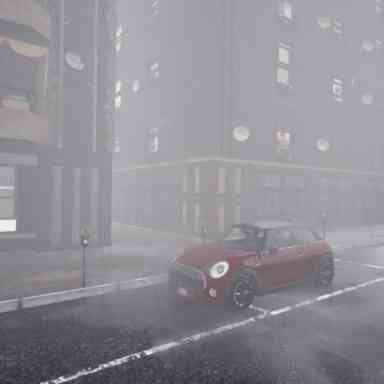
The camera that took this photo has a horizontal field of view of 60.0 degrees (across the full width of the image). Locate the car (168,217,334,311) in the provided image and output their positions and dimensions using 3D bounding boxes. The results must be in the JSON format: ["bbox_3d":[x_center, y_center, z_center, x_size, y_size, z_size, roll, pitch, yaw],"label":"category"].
[{"bbox_3d":[1.446,1.442,7.734,4.097,1.590,1.967,0,1,-35],"label":"car"}]
